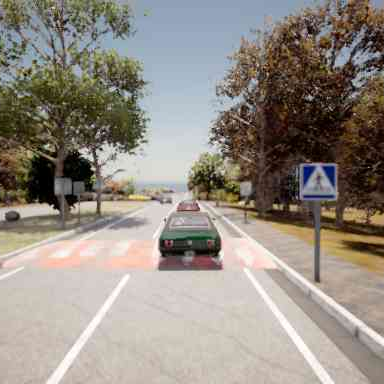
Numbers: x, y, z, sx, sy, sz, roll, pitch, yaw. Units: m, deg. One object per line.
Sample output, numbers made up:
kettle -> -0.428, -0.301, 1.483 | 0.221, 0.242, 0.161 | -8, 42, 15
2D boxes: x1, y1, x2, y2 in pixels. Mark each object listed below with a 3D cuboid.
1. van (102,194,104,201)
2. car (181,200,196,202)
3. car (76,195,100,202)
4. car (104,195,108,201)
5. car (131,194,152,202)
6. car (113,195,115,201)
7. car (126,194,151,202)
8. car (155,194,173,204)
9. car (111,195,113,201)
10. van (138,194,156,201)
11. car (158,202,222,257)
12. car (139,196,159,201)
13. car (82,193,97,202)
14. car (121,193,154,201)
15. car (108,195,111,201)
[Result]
van -> -24.635, 1.341, 81.198 | 4.442, 1.987, 1.878 | 0, -1, -1
car -> -0.295, 1.339, 28.995 | 1.994, 1.385, 4.181 | 0, 1, -1
car -> -24.473, 1.496, 78.424 | 4.892, 1.521, 2.231 | 0, -1, -1
car -> -24.524, 1.513, 83.966 | 4.553, 1.767, 2.185 | 0, -2, -1
car -> -11.392, 1.284, 75.625 | 4.553, 1.767, 2.185 | 0, -1, -1
car -> -24.662, 1.856, 92.270 | 4.892, 1.521, 2.231 | 0, -1, -1
car -> -11.291, 1.289, 70.075 | 4.892, 1.521, 2.231 | 0, -1, -1
car -> -4.010, 1.129, 51.406 | 2.128, 1.511, 4.902 | 0, 0, 0
car -> -24.625, 1.783, 89.501 | 5.008, 1.535, 2.097 | 0, -1, -1
van -> -11.629, 1.470, 86.722 | 4.442, 1.987, 1.878 | 0, -1, -1
car -> -0.078, 1.348, 11.832 | 1.895, 1.301, 4.718 | -1, 4, 0
car -> -11.555, 1.767, 89.493 | 5.008, 1.535, 2.097 | 0, -1, -1
car -> -24.433, 1.108, 72.896 | 5.566, 2.045, 2.435 | 0, -1, -1
car -> -11.062, 1.237, 67.309 | 5.366, 1.575, 1.946 | 0, -1, -1
car -> -24.586, 1.707, 86.607 | 5.008, 1.535, 2.097 | 0, -1, -1
